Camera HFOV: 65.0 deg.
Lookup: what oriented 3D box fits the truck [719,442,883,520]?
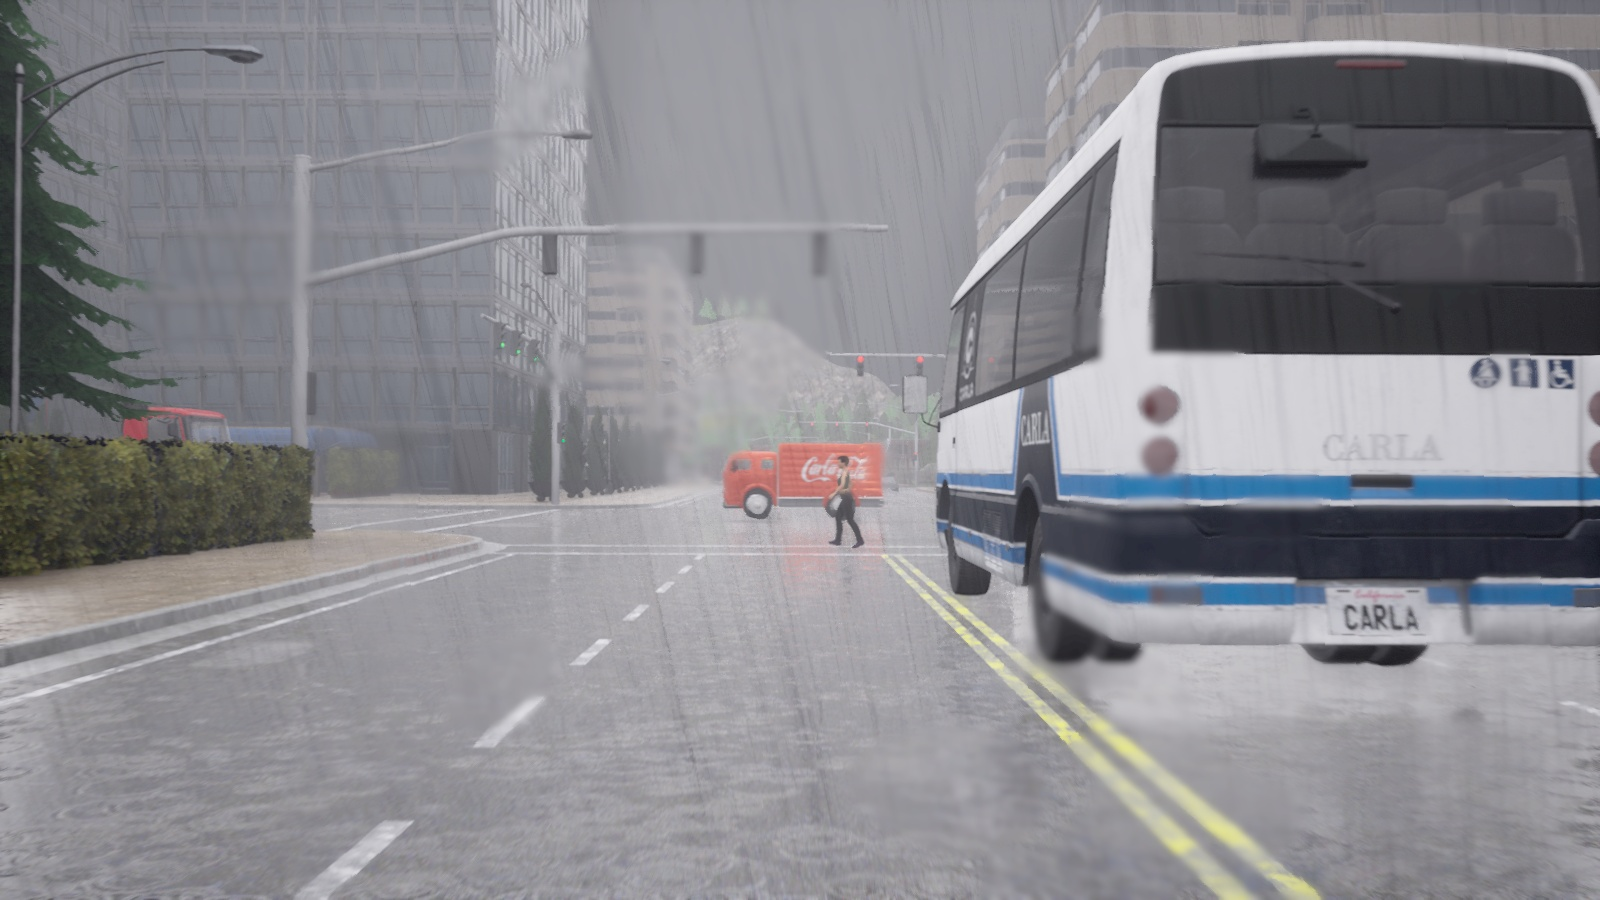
[{"bbox_3d":[0.018,1.020,41.352,5.204,2.467,2.627,0,-1,-1],"label":"truck"}]

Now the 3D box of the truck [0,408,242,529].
[{"bbox_3d":[-21.315,0.547,37.594,7.936,3.462,2.891,0,-1,-1],"label":"truck"}]

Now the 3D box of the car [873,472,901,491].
[{"bbox_3d":[6.766,2.441,97.939,1.845,1.501,3.633,0,-1,0],"label":"car"}]

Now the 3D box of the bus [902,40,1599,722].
[{"bbox_3d":[3.464,-0.358,12.979,3.944,4.253,10.273,0,-1,0],"label":"bus"}]

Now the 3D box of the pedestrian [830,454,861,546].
[{"bbox_3d":[0.905,1.001,25.172,0.594,1.836,0.345,0,-1,6],"label":"pedestrian"}]
